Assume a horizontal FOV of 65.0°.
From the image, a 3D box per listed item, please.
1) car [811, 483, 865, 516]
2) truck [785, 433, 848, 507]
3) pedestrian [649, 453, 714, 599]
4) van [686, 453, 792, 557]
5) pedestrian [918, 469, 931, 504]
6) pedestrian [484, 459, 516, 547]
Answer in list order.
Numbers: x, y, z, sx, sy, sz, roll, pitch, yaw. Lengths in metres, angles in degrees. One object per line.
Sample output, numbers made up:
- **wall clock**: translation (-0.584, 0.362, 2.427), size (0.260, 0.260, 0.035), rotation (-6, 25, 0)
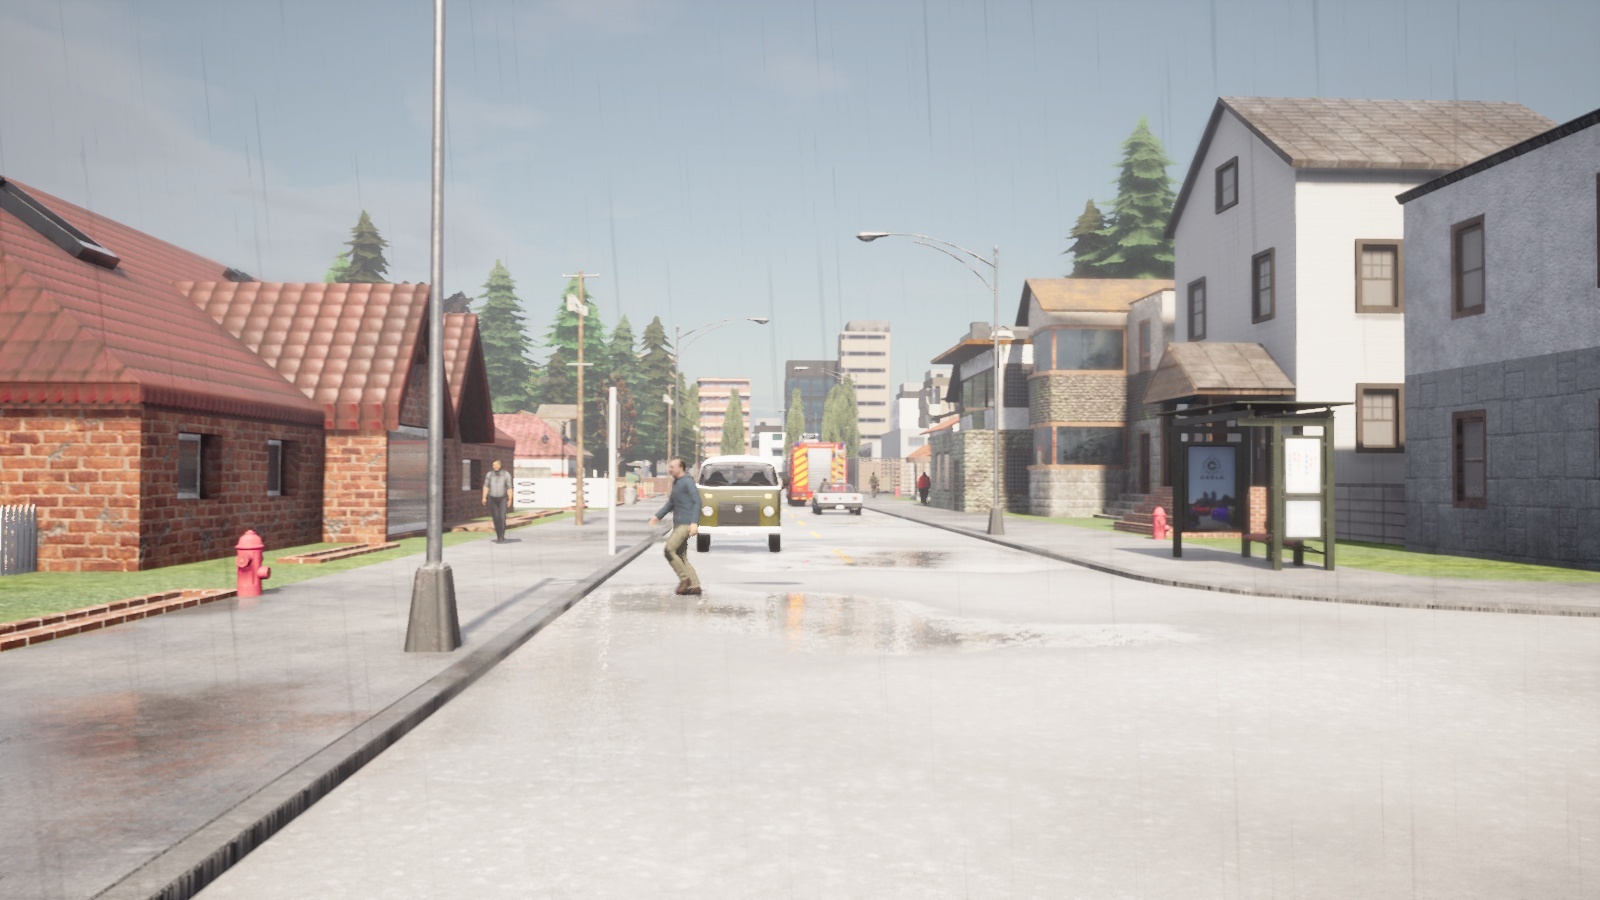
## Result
- **car**: translation (1.551, 2.037, 52.709), size (1.895, 1.301, 4.718), rotation (0, -1, -2)
- **truck**: translation (0.820, 1.120, 68.902), size (2.891, 3.827, 8.468), rotation (0, -1, -3)
- **pedestrian**: translation (-1.524, 0.962, 16.158), size (0.726, 1.842, 0.402), rotation (0, -1, -27)
- **van**: translation (-1.295, 1.126, 26.979), size (2.069, 2.038, 4.480), rotation (0, -1, -2)
- **pedestrian**: translation (6.452, 1.889, 65.109), size (0.634, 1.844, 0.899), rotation (0, -1, 3)
- **pedestrian**: translation (-6.425, 1.133, 26.910), size (0.540, 1.848, 0.694), rotation (0, -1, -3)
